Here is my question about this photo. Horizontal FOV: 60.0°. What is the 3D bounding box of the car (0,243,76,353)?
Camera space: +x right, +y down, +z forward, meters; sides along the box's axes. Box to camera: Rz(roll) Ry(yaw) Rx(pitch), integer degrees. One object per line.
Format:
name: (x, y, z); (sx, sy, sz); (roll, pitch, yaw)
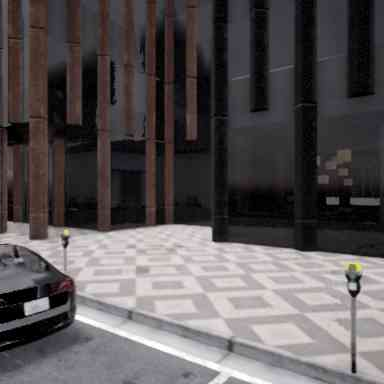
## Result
car: (-3.756, 1.554, 5.643); (4.313, 1.339, 1.947); (0, 0, 35)
